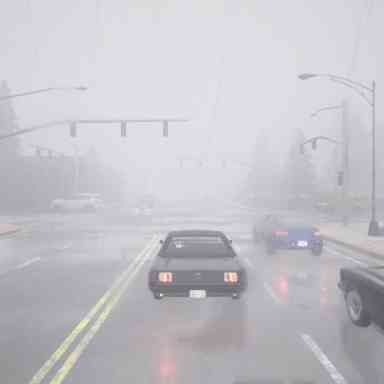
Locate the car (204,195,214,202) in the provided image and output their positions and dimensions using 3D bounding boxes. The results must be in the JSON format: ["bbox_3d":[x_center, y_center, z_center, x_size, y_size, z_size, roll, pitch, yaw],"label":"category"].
[{"bbox_3d":[3.833,1.355,75.059,2.097,1.767,4.553,0,0,0],"label":"car"}]

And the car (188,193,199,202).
[{"bbox_3d":[0.329,1.225,74.954,2.150,2.045,5.566,0,0,0],"label":"car"}]

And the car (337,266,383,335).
[{"bbox_3d":[3.614,1.601,4.071,1.895,1.301,4.718,0,0,0],"label":"car"}]

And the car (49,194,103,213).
[{"bbox_3d":[-12.717,1.221,36.730,5.566,2.045,2.150,0,0,0],"label":"car"}]

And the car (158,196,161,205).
[{"bbox_3d":[-6.809,1.352,59.025,2.097,1.767,4.553,0,0,1],"label":"car"}]

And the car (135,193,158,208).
[{"bbox_3d":[-6.860,1.221,49.014,2.150,2.045,5.566,0,0,1],"label":"car"}]

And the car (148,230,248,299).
[{"bbox_3d":[0.099,1.601,8.383,1.895,1.301,4.718,0,0,0],"label":"car"}]

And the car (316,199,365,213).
[{"bbox_3d":[16.080,1.478,36.154,5.008,1.535,1.882,0,0,0],"label":"car"}]

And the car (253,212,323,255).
[{"bbox_3d":[3.637,1.526,13.174,1.812,1.442,4.674,0,0,0],"label":"car"}]
